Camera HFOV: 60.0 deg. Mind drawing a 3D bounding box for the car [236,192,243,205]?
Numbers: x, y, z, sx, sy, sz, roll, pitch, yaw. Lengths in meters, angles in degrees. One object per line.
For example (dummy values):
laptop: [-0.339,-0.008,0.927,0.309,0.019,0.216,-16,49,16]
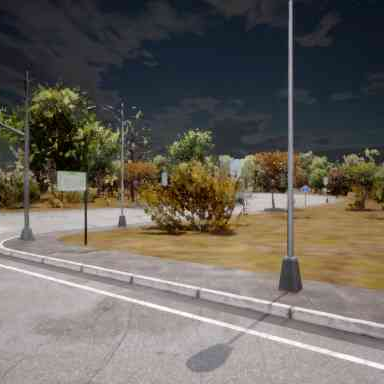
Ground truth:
car: [5.859,1.062,50.318,2.150,2.045,5.566,0,1,39]
